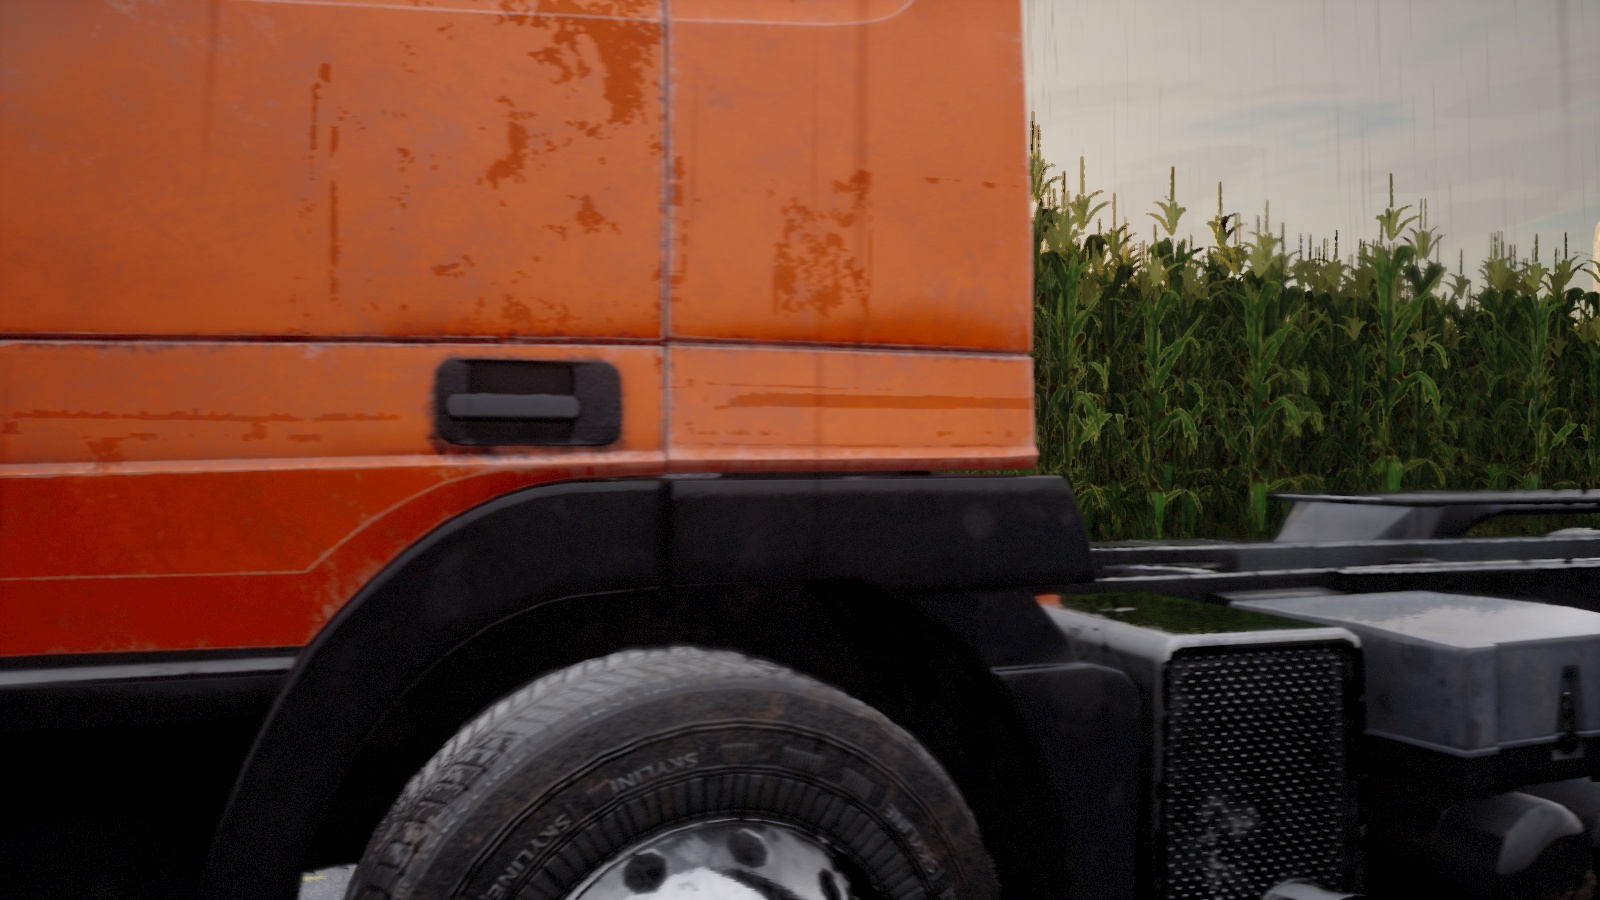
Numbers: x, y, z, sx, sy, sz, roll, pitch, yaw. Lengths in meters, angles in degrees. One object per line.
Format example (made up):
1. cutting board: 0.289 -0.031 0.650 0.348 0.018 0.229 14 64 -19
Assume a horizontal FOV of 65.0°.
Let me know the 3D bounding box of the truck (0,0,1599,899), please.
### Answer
1. truck: 1.554 -0.231 3.974 7.936 3.462 2.891 0 0 -18
